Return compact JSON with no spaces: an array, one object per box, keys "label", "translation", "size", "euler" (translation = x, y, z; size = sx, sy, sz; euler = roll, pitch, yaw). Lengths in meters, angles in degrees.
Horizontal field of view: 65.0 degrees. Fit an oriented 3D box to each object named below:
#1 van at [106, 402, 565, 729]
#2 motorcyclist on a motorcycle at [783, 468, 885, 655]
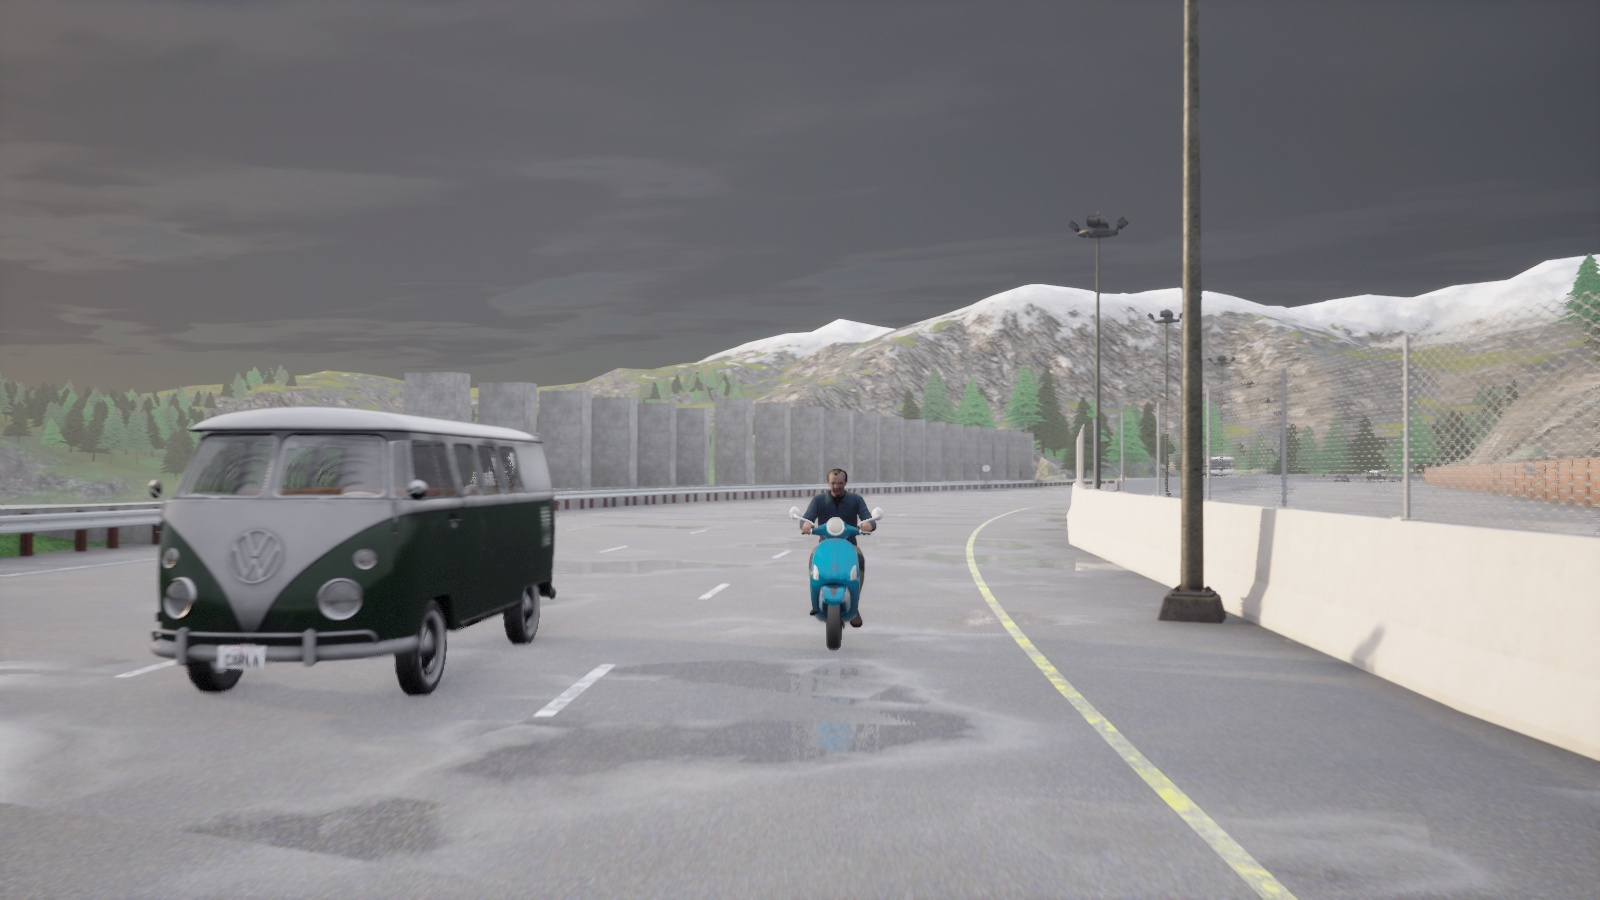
[{"label":"van","translation":[-3.271,0.745,9.915],"size":[1.775,1.987,4.442],"euler":[0,-1,3]},{"label":"motorcyclist on a motorcycle","translation":[0.349,0.961,11.626],"size":[0.866,1.590,1.817],"euler":[0,-1,4]}]
